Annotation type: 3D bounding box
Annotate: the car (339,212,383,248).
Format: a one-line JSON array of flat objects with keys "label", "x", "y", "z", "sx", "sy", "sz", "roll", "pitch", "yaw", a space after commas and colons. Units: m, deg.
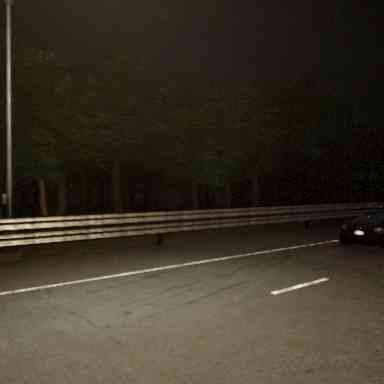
[{"label": "car", "x": 7.944, "y": 1.505, "z": 13.729, "sx": 4.181, "sy": 1.385, "sz": 1.994, "roll": 0, "pitch": 0, "yaw": -36}]
